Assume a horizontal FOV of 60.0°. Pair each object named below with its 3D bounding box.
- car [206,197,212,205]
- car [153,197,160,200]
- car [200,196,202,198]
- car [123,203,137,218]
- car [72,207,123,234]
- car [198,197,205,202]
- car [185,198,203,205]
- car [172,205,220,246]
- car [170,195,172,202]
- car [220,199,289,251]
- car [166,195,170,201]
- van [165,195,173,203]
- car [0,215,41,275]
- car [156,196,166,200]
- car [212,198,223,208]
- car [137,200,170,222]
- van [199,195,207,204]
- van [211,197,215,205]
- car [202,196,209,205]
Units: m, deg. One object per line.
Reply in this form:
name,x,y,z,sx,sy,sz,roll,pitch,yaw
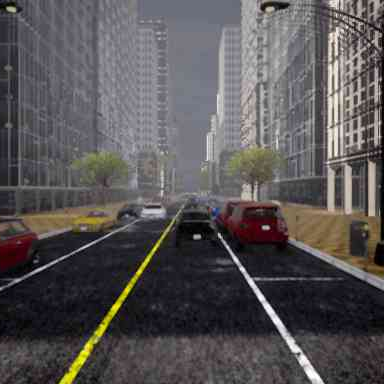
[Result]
car,2.658,1.594,31.467,1.967,1.590,4.097,-1,0,0
car,-5.730,1.759,42.827,2.008,1.369,4.403,-1,0,0
car,2.634,1.866,65.568,2.008,1.369,4.403,-1,0,0
car,-5.722,1.720,31.460,1.947,1.339,4.313,-1,0,0
car,-5.713,1.624,19.923,1.752,1.417,4.829,-1,0,0
car,2.667,2.008,93.985,1.947,1.339,4.313,-1,0,0
car,0.070,1.768,42.001,1.994,1.385,4.181,0,0,0
car,0.130,1.582,15.799,1.837,1.490,4.892,0,0,-2
car,-5.755,1.950,76.929,1.802,1.307,4.206,-1,0,0
car,2.669,1.386,14.416,2.192,1.841,5.009,-1,0,0
car,-5.745,1.604,59.879,2.192,1.841,5.009,-1,0,0
van,-5.760,1.735,82.614,1.690,1.788,3.998,-1,0,0
car,-5.706,1.484,8.726,1.967,1.590,4.097,-1,0,0
car,-5.739,1.702,54.195,1.967,1.590,4.097,-1,0,0
car,2.665,1.414,20.101,2.192,1.841,5.009,-1,0,0
car,-3.119,1.662,27.654,1.812,1.442,4.674,0,0,0
van,2.623,1.709,76.936,1.690,1.788,3.998,-1,0,0
van,2.661,1.468,25.784,1.690,1.788,3.998,-1,0,0
car,2.649,1.648,42.834,1.967,1.590,4.097,-1,0,0
